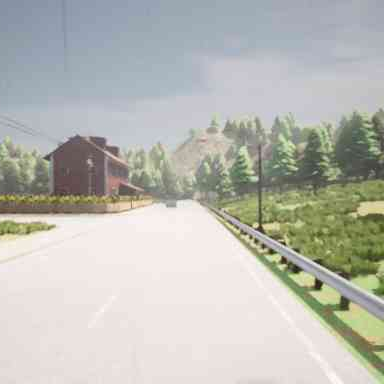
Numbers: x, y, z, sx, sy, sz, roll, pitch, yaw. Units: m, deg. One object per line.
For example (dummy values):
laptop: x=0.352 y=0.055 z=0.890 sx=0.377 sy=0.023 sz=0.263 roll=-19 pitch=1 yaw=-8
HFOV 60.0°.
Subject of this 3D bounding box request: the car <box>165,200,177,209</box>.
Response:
car: x=-3.555 y=2.178 z=58.164 sx=2.033 sy=1.411 sz=5.357 roll=0 pitch=-1 yaw=1
